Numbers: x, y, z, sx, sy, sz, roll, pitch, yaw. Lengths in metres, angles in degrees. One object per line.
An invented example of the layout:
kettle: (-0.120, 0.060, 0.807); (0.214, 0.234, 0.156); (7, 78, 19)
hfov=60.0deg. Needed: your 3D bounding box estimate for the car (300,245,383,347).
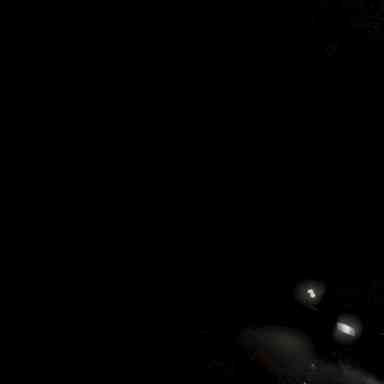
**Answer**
car: (4.446, 1.548, 6.032); (5.357, 1.411, 2.033); (0, 1, -31)
